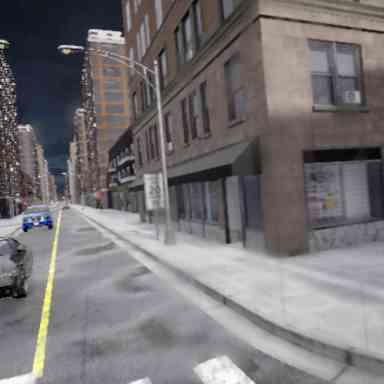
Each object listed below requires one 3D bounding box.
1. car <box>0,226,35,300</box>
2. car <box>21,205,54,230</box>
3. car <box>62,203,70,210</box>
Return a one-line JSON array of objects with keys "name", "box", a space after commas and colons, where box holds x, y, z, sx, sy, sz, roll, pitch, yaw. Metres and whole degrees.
[{"name": "car", "box": [-5.409, 1.957, 8.835, 1.994, 1.385, 4.181, -5, 0, -21]}, {"name": "car", "box": [-13.073, 2.174, 28.391, 2.150, 2.045, 5.566, -5, 0, -21]}, {"name": "car", "box": [-32.828, 3.901, 86.777, 2.033, 1.411, 5.357, -5, 0, -21]}]
